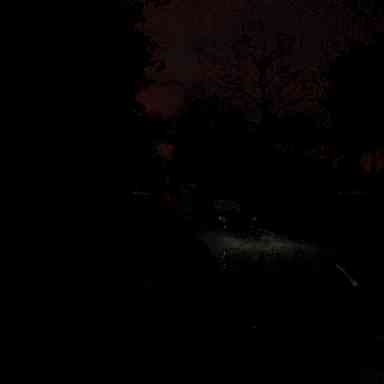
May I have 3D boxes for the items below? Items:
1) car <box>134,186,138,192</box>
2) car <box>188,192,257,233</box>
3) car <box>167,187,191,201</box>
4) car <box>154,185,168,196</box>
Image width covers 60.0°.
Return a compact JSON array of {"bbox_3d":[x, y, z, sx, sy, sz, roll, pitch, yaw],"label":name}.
[{"bbox_3d":[-10.541,-0.706,57.757,1.812,1.442,4.674,1,2,-16],"label":"car"},{"bbox_3d":[1.452,1.004,16.379,1.882,1.535,5.008,2,2,-15],"label":"car"},{"bbox_3d":[-1.124,0.276,37.751,1.812,1.442,4.674,1,2,-16],"label":"car"},{"bbox_3d":[-4.312,-0.237,48.640,1.882,1.535,5.008,1,2,-16],"label":"car"}]
